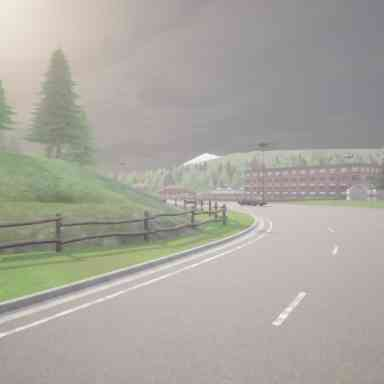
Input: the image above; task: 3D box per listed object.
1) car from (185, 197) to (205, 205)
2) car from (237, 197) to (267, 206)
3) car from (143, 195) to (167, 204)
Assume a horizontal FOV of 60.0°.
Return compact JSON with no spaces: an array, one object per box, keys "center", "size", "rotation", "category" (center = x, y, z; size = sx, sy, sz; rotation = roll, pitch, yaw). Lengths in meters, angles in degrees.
[{"center":[0.420,1.564,60.125],"size":[1.994,1.385,4.181],"rotation":[0,0,-38],"category":"car"},{"center":[9.636,1.547,53.388],"size":[2.033,1.411,5.357],"rotation":[0,0,-33],"category":"car"},{"center":[-6.922,1.601,63.762],"size":[1.895,1.301,4.718],"rotation":[0,0,-40],"category":"car"}]
